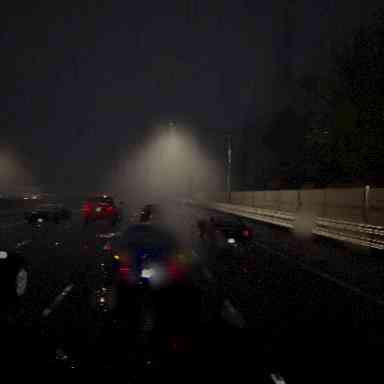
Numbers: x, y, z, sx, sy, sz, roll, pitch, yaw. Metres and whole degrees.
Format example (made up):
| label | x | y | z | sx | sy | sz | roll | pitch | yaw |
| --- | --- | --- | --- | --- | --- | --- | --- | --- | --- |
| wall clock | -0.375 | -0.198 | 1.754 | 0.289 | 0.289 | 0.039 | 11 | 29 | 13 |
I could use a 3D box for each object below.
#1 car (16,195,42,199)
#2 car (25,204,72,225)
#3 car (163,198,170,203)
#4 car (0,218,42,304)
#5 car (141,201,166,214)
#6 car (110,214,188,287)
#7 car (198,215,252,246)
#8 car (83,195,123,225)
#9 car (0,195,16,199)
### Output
| label | x | y | z | sx | sy | sz | roll | pitch | yaw |
| --- | --- | --- | --- | --- | --- | --- | --- | --- | --- |
| car | -23.421 | 1.216 | 48.957 | 2.128 | 1.511 | 4.902 | 2 | -1 | -6 |
| car | -9.764 | 1.509 | 23.093 | 1.895 | 1.301 | 4.718 | 2 | -1 | -6 |
| car | -6.757 | 2.264 | 88.681 | 2.033 | 1.411 | 5.357 | 2 | -1 | -6 |
| car | -4.192 | 1.391 | 5.077 | 1.882 | 1.535 | 5.008 | 2 | -1 | -6 |
| car | -3.104 | 1.682 | 26.439 | 1.812 | 1.442 | 4.674 | 2 | -1 | -6 |
| car | -1.160 | 1.579 | 9.342 | 1.812 | 1.442 | 4.674 | 2 | -1 | -6 |
| car | 1.446 | 1.807 | 16.497 | 1.895 | 1.301 | 4.718 | 2 | -1 | -6 |
| car | -6.351 | 1.250 | 24.160 | 2.150 | 2.045 | 5.566 | 2 | -1 | -6 |
| car | -26.806 | 1.150 | 47.792 | 2.033 | 1.411 | 5.357 | 2 | -1 | -6 |
